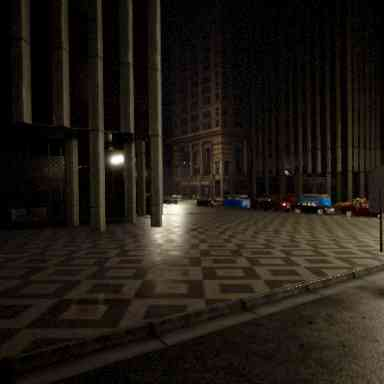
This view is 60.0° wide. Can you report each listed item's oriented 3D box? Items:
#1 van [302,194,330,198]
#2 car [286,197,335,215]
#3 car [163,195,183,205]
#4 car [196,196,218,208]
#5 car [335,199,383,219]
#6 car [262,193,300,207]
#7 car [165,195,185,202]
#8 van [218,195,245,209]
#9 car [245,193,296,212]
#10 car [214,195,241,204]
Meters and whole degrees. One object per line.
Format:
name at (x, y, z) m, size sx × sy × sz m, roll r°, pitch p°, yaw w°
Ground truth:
van at (15.789, 1.174, 42.824) m, size 1.690 × 1.788 × 3.998 m, roll -1°, pitch 1°, yaw -36°
car at (12.094, 1.546, 33.369) m, size 2.008 × 1.369 × 4.403 m, roll -1°, pitch 1°, yaw -36°
car at (-4.059, 1.435, 55.781) m, size 2.008 × 1.369 × 4.403 m, roll -1°, pitch 1°, yaw -36°
car at (2.402, 1.368, 46.815) m, size 1.967 × 1.590 × 4.097 m, roll -1°, pitch 1°, yaw -36°
car at (15.325, 1.564, 28.886) m, size 1.887 × 1.381 × 4.507 m, roll -1°, pitch 1°, yaw -36°
car at (12.560, 1.126, 47.307) m, size 2.192 × 1.841 × 5.009 m, roll -1°, pitch 1°, yaw -36°
car at (-3.581, 1.253, 69.726) m, size 2.008 × 1.369 × 4.403 m, roll -1°, pitch 1°, yaw -36°
van at (5.631, 1.291, 42.332) m, size 1.690 × 1.788 × 3.998 m, roll -1°, pitch 1°, yaw -36°
car at (8.862, 1.287, 37.849) m, size 2.192 × 1.841 × 5.009 m, roll -1°, pitch 1°, yaw -36°
car at (6.006, 1.292, 56.413) m, size 1.752 × 1.417 × 4.829 m, roll -1°, pitch 1°, yaw -36°
